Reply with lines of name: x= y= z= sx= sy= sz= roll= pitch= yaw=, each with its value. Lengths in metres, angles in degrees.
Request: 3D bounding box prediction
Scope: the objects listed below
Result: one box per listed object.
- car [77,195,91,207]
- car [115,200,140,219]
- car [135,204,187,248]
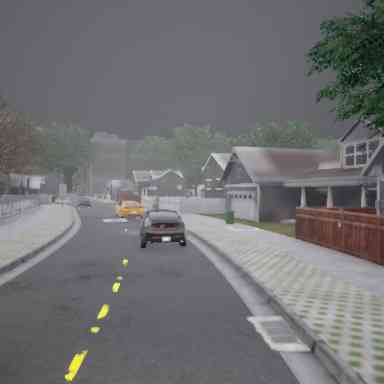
car: x=-16.266 y=1.573 z=50.028 sx=2.033 sy=1.411 sz=5.357 roll=0 pitch=0 yaw=-21
car: x=-5.604 y=1.472 z=29.483 sx=1.882 sy=1.535 sz=5.008 roll=0 pitch=0 yaw=-21
car: x=-1.419 y=1.512 z=14.851 sx=1.837 sy=1.490 sz=4.892 roll=0 pitch=0 yaw=-11
